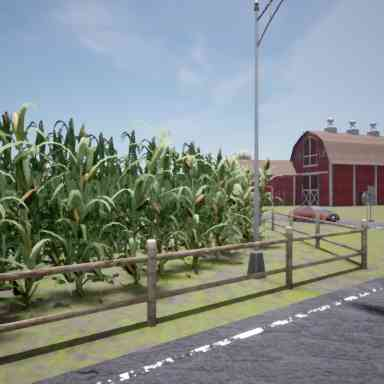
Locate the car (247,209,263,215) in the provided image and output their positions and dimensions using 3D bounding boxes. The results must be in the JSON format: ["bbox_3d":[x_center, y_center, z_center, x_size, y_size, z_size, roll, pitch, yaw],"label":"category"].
[{"bbox_3d":[5.515,1.999,35.511,1.895,1.301,4.718,1,-1,-27],"label":"car"}]

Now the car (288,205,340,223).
[{"bbox_3d":[9.976,1.810,27.489,1.994,1.385,4.181,1,-1,-29],"label":"car"}]
